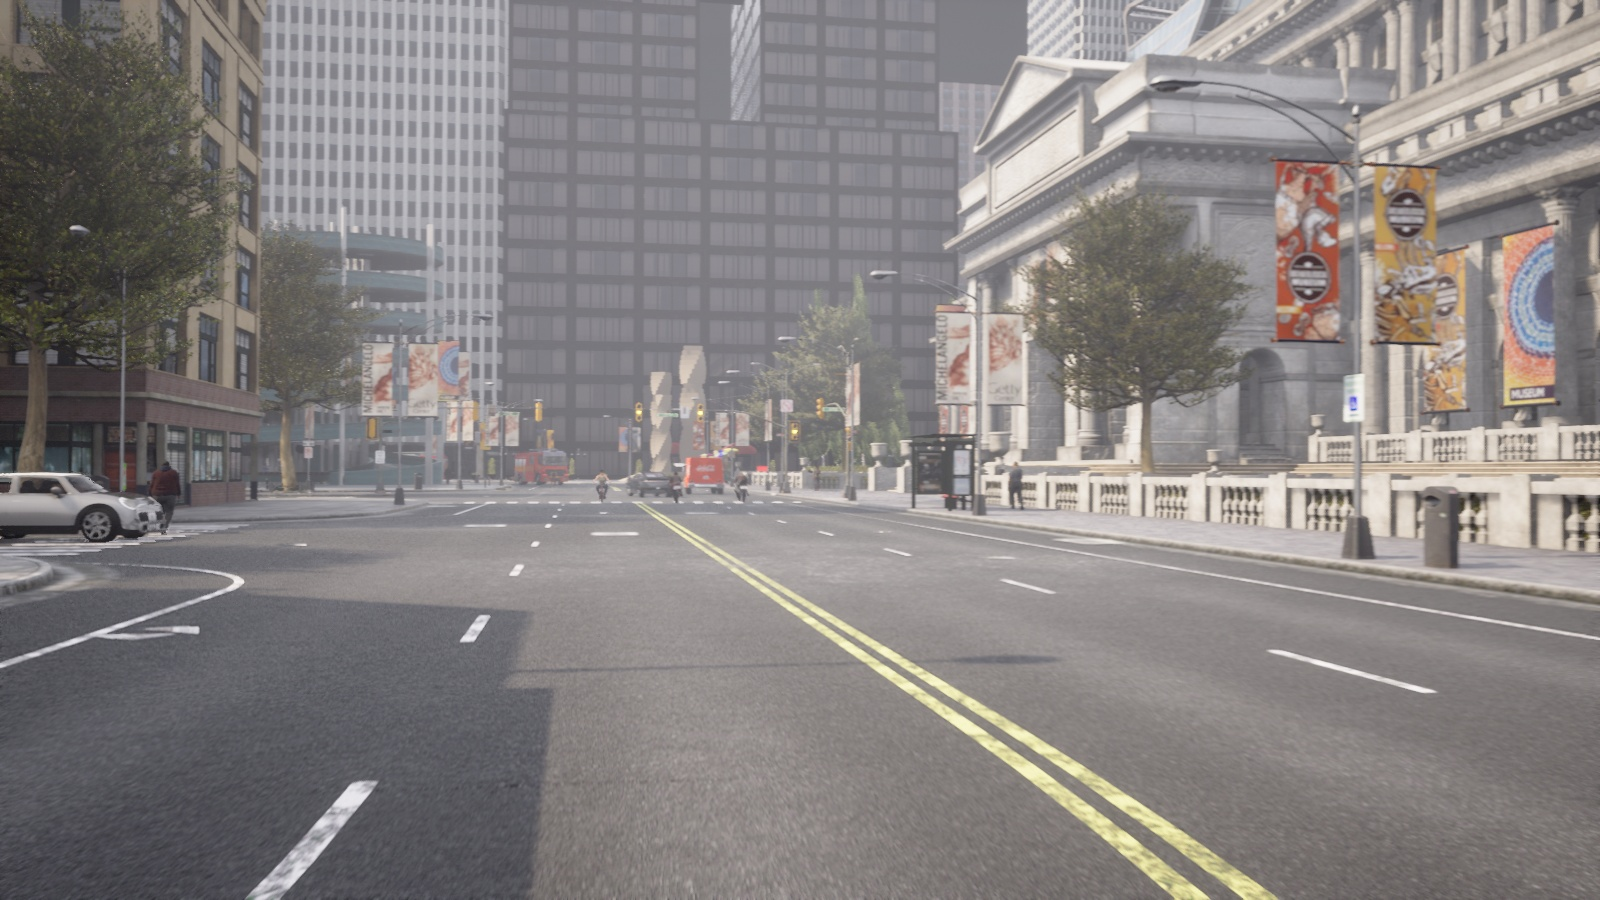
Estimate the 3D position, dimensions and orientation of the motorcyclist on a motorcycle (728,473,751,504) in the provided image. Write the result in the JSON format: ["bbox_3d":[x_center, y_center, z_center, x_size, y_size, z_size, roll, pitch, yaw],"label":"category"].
[{"bbox_3d":[-3.081,1.931,63.638,0.866,1.530,2.191,0,-1,-10],"label":"motorcyclist on a motorcycle"}]

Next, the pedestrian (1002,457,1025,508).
[{"bbox_3d":[7.806,1.202,45.969,0.540,1.848,0.694,0,-1,-17],"label":"pedestrian"}]

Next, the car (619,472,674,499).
[{"bbox_3d":[-9.058,2.054,73.929,2.128,1.511,4.902,0,-1,-21],"label":"car"}]

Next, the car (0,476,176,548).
[{"bbox_3d":[-15.931,1.316,27.252,3.806,1.475,1.970,0,-1,-5],"label":"car"}]

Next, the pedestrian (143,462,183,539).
[{"bbox_3d":[-15.425,1.208,30.420,0.634,1.844,0.899,0,-1,-11],"label":"pedestrian"}]

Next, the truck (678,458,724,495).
[{"bbox_3d":[-6.744,1.786,85.053,2.627,2.467,5.204,0,-1,-10],"label":"truck"}]

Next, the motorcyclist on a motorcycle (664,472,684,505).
[{"bbox_3d":[-6.039,1.835,60.174,0.797,1.523,2.044,0,-1,-10],"label":"motorcyclist on a motorcycle"}]
